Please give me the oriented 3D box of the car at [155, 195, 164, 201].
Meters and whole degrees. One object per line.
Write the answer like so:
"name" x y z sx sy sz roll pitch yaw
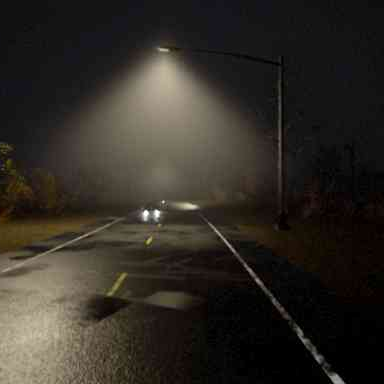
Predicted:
"car" -8.341 1.629 83.777 1.837 1.490 4.892 0 -1 -17

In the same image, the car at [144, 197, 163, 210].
"car" -5.180 1.643 43.432 1.895 1.301 4.718 0 0 -4

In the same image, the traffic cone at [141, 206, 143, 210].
"traffic cone" -6.415 1.997 42.556 0.340 0.580 0.340 0 0 -4
